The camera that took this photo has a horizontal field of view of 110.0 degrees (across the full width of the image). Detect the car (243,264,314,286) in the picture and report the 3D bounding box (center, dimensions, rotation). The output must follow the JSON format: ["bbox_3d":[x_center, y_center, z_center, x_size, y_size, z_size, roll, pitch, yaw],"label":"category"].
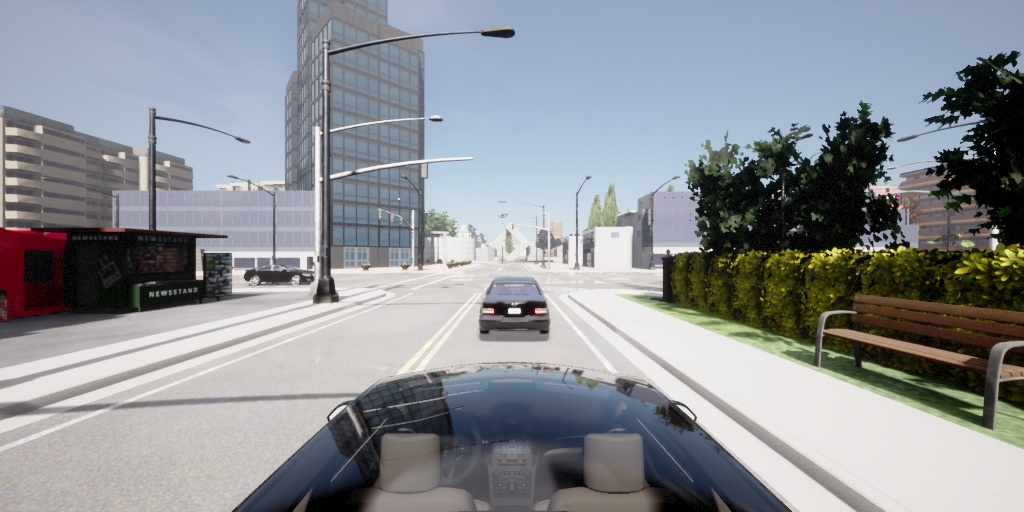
[{"bbox_3d":[-16.694,1.349,26.080,4.902,1.511,2.128,-1,0,0],"label":"car"}]

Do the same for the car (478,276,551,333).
[{"bbox_3d":[0.067,1.297,10.673,2.033,1.411,5.357,0,0,0],"label":"car"}]
